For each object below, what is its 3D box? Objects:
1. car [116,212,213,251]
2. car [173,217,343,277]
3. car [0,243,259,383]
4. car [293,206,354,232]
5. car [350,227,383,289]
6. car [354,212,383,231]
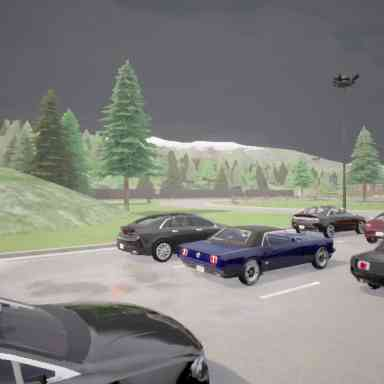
[{"bbox_3d":[-0.290,1.505,12.129,4.892,1.490,1.837,0,0,-35],"label":"car"},{"bbox_3d":[2.022,1.601,9.478,4.718,1.301,1.895,0,0,-35],"label":"car"},{"bbox_3d":[-2.061,1.491,2.274,4.902,1.511,2.128,0,0,-35],"label":"car"},{"bbox_3d":[7.299,1.491,17.530,4.902,1.511,2.128,0,0,-35],"label":"car"},{"bbox_3d":[5.868,1.601,7.920,4.718,1.301,1.895,0,0,-35],"label":"car"},{"bbox_3d":[9.442,1.526,14.759,4.674,1.442,1.812,0,0,-35],"label":"car"}]
